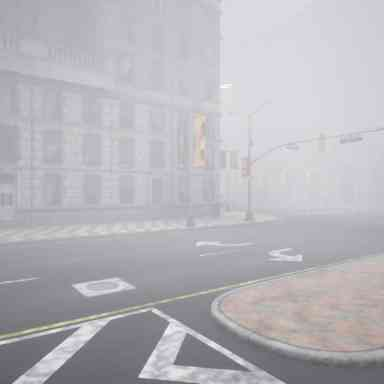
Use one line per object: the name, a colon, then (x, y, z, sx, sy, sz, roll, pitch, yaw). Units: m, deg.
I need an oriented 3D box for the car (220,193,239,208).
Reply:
car: (4.520, 1.222, 49.736, 2.150, 2.045, 5.566, 0, 0, -35)
